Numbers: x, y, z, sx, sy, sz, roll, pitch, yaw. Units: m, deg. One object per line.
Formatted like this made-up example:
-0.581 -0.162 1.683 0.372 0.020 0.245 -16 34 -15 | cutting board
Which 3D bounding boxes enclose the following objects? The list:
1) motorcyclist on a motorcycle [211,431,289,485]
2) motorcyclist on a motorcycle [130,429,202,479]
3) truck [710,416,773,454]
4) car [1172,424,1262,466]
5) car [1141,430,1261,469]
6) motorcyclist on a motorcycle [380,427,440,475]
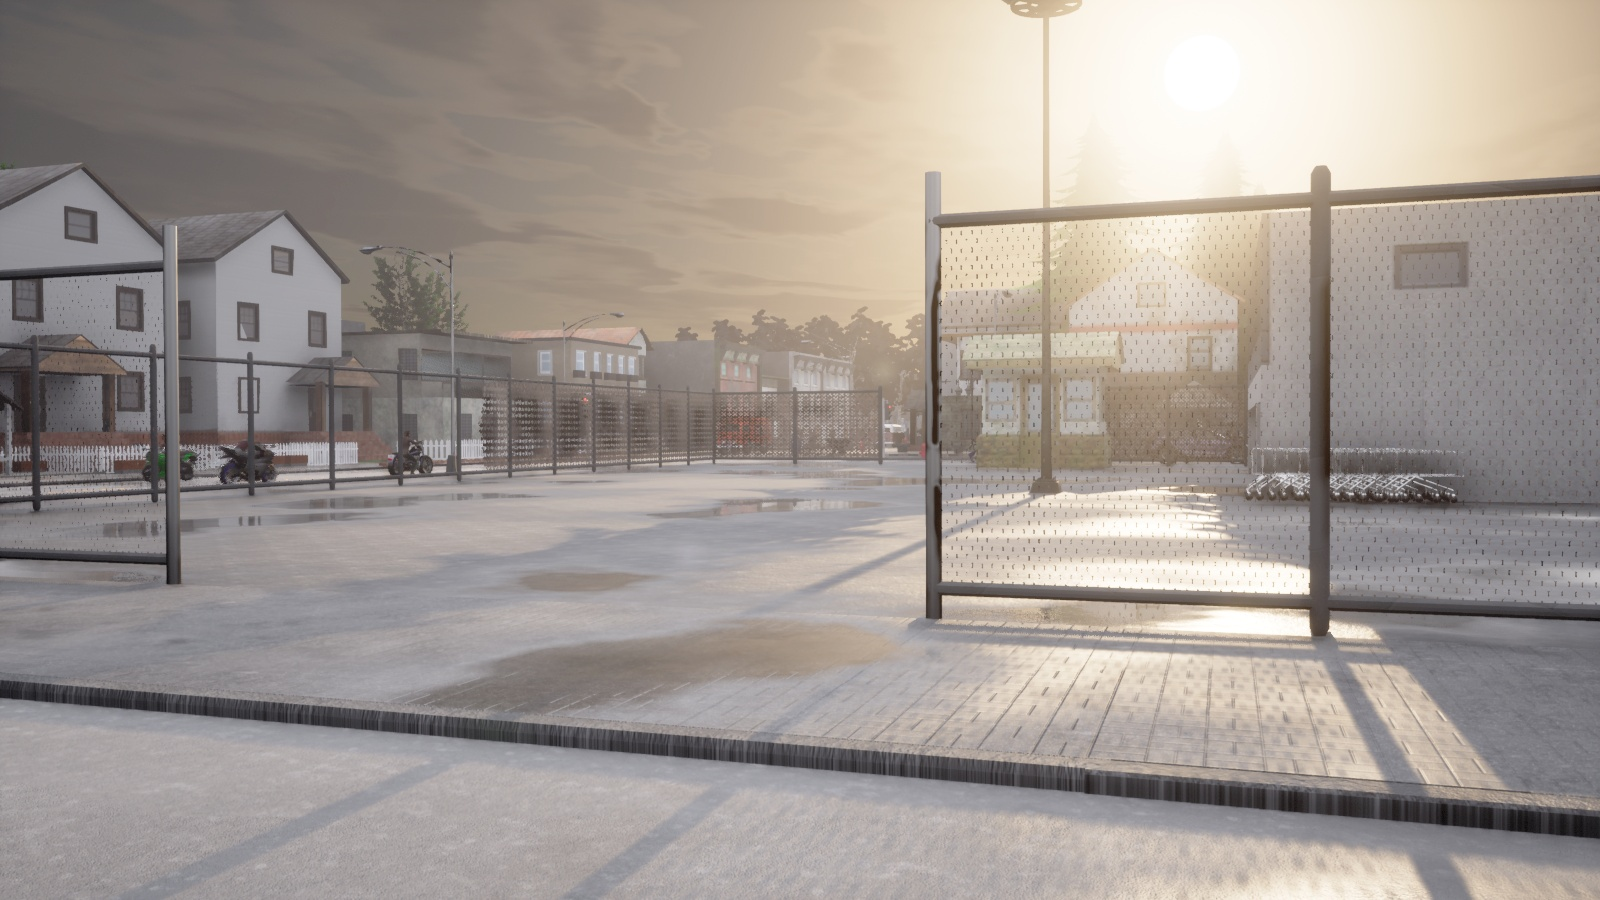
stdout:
-16.225 0.207 37.104 0.866 1.530 2.191 1 1 19 | motorcyclist on a motorcycle
-19.753 0.107 39.166 0.797 1.523 2.044 1 1 19 | motorcyclist on a motorcycle
-3.927 -1.052 85.794 2.627 2.467 5.204 1 1 18 | truck
19.230 -0.234 57.972 3.866 1.878 1.905 1 1 18 | car
17.393 -0.050 54.441 4.856 1.649 2.033 1 1 21 | car
-13.768 0.014 44.441 0.766 1.649 2.350 1 1 20 | motorcyclist on a motorcycle
